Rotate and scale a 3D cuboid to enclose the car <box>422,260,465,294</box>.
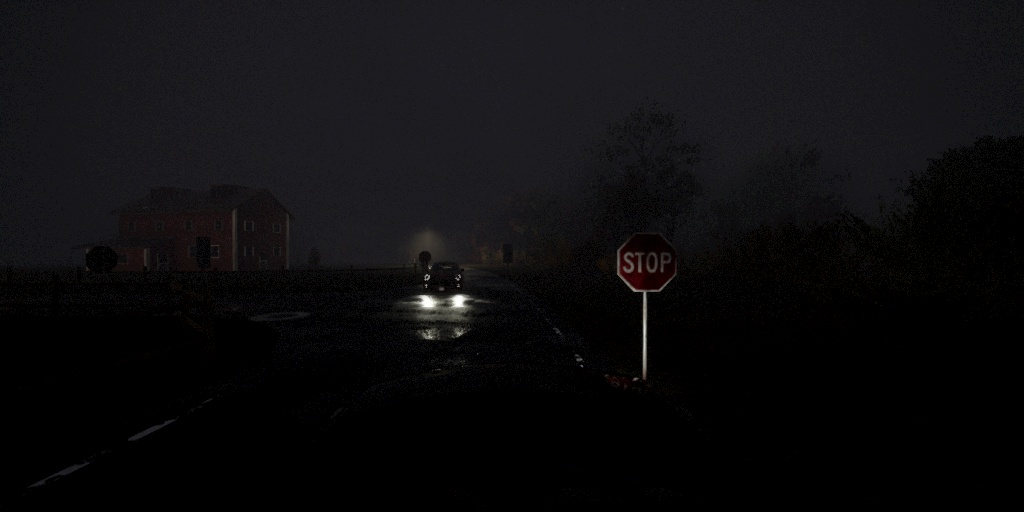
[{"bbox_3d":[-3.797,1.095,20.473,2.097,1.767,4.553,0,0,-6],"label":"car"}]
